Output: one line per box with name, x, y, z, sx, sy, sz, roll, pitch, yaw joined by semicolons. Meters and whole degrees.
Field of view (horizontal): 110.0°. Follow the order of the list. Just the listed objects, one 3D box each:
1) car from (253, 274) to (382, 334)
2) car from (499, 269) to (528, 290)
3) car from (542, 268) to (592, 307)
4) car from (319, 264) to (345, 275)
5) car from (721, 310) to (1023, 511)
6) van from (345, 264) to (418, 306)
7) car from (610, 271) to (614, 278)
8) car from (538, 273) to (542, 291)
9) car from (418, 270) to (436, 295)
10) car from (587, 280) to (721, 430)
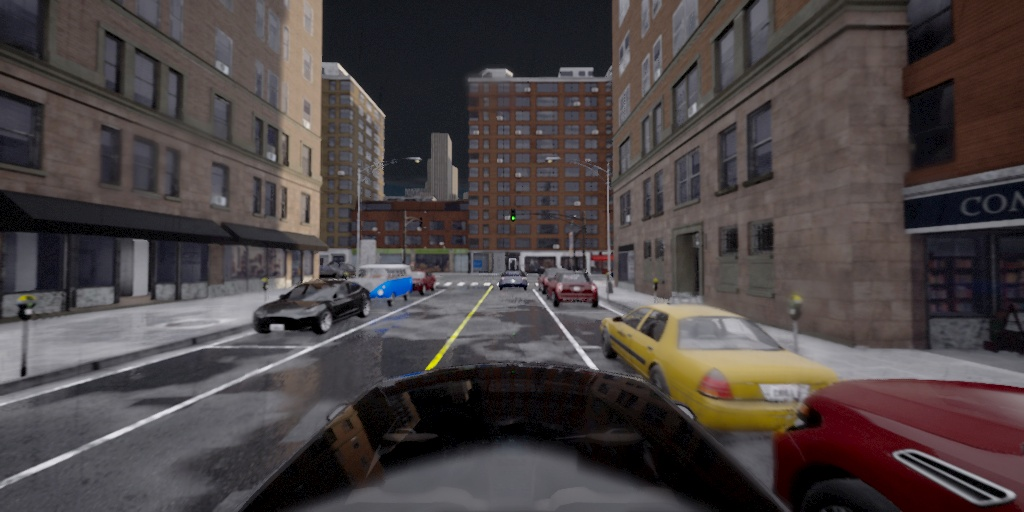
car;-5.866;1.437;11.121;1.948;1.339;4.313;0;0;0
car;0.123;1.620;25.279;1.994;1.385;4.181;0;-1;2
car;2.654;1.382;16.610;1.967;1.591;4.097;0;0;0
car;-18.027;1.554;34.989;5.357;1.411;2.033;0;-1;0
car;2.671;1.045;0.163;2.192;1.841;5.009;0;0;0
van;-5.872;1.284;16.603;1.690;1.789;3.998;0;0;0
car;13.557;2.000;41.519;4.718;1.301;1.895;0;-1;0
car;2.648;1.454;22.093;1.967;1.591;4.097;0;0;0
car;-5.878;1.560;22.085;1.888;1.381;4.507;0;0;0
car;2.665;1.325;5.816;1.751;1.417;4.829;0;0;0
